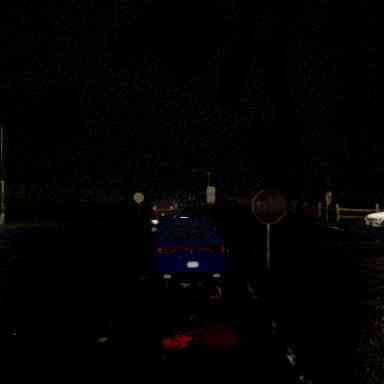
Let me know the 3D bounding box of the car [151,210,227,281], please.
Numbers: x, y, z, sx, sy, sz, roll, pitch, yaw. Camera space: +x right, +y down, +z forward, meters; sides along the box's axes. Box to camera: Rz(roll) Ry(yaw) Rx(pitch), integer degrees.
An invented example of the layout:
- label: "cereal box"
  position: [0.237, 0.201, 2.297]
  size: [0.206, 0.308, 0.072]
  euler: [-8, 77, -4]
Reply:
- label: "car"
  position: [-0.220, 1.537, 10.170]
  size: [1.882, 1.535, 5.008]
  euler: [0, 0, -6]

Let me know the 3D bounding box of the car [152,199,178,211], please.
- label: "car"
  position: [-2.800, 1.536, 33.696]
  size: [2.097, 1.767, 4.553]
  euler: [0, 0, -1]

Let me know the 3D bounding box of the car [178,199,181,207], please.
- label: "car"
  position: [-2.852, 1.830, 43.023]
  size: [1.895, 1.301, 4.718]
  euler: [0, 0, 0]

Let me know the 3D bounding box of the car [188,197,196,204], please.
- label: "car"
  position: [-0.011, 1.880, 76.031]
  size: [1.837, 1.490, 4.892]
  euler: [0, 0, 0]

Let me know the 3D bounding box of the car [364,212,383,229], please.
- label: "car"
  position: [13.271, 1.572, 20.627]
  size: [4.674, 1.442, 1.812]
  euler: [0, 0, 3]

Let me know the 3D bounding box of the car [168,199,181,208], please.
- label: "car"
  position: [-2.825, 1.891, 55.854]
  size: [1.895, 1.301, 4.718]
  euler: [0, 0, 0]
